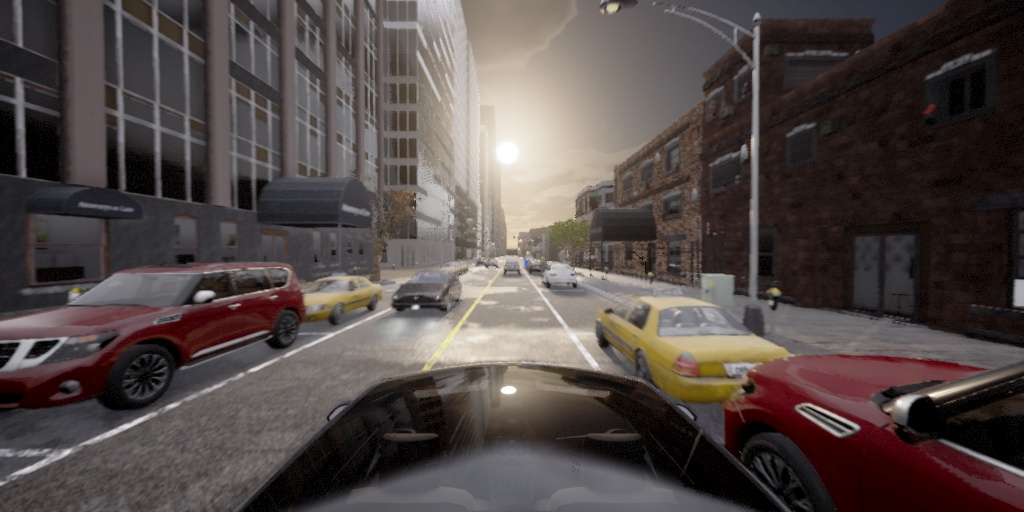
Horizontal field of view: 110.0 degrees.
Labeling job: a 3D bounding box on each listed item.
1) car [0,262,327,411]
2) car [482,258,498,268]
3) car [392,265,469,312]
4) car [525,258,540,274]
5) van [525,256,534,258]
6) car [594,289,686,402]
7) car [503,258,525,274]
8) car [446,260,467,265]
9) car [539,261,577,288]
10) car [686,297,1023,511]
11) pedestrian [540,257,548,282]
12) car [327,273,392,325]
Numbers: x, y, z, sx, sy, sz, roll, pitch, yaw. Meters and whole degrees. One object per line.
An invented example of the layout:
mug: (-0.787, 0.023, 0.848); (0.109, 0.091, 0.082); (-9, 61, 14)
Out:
car: (-5.691, 1.051, 6.279); (2.192, 1.841, 5.009); (0, 0, 0)
car: (-3.052, 1.117, 54.632); (1.812, 1.442, 4.674); (0, 0, 1)
car: (-3.097, 1.260, 14.200); (2.033, 1.411, 5.357); (0, 0, 0)
car: (2.687, 1.203, 39.476); (1.948, 1.339, 4.313); (0, 0, 0)
van: (2.686, 0.929, 56.080); (1.690, 1.789, 3.998); (0, 0, 0)
car: (2.690, 1.262, 6.440); (1.751, 1.417, 4.829); (0, 0, 0)
car: (0.011, 1.188, 38.283); (2.033, 1.411, 5.357); (0, 0, 0)
car: (-5.694, 1.179, 33.783); (1.751, 1.417, 4.829); (0, 0, 0)
car: (2.998, 1.213, 23.091); (1.812, 1.442, 4.674); (0, 0, 0)
car: (2.690, 1.068, 0.735); (2.192, 1.841, 5.009); (0, 0, 0)
pedestrian: (2.330, 0.972, 25.889); (0.375, 1.860, 0.375); (-1, 1, -2)
car: (-5.692, 1.245, 11.644); (1.751, 1.417, 4.829); (0, 0, 0)
